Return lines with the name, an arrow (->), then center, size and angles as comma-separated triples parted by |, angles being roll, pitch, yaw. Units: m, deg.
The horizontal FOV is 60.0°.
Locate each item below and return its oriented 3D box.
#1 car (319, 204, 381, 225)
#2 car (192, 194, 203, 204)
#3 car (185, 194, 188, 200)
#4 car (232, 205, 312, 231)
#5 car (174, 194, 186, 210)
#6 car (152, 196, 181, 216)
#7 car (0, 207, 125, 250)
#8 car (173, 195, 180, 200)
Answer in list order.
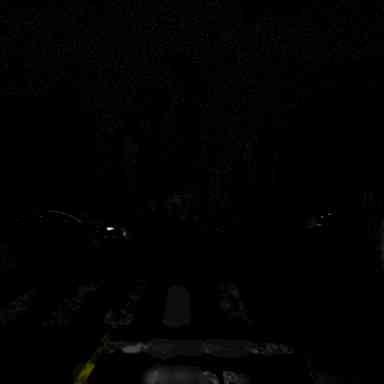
car -> 11.072, 1.523, 23.141 | 4.181, 1.385, 1.994 | -1, -1, 1
car -> 1.030, 1.315, 63.067 | 2.097, 1.767, 4.553 | 0, 0, 0
car -> -1.914, 1.513, 57.579 | 2.033, 1.411, 5.357 | 0, 0, 1
car -> 4.711, 1.490, 19.866 | 4.674, 1.442, 1.812 | -1, -1, 0
car -> -2.094, 1.454, 43.623 | 1.882, 1.535, 5.008 | 0, 0, 1
car -> -2.544, 1.463, 32.032 | 1.882, 1.535, 5.008 | 0, 0, 5
car -> -5.143, 1.405, 13.180 | 4.902, 1.511, 2.128 | 0, -1, 0
car -> -4.324, 1.486, 94.830 | 1.752, 1.417, 4.829 | 1, 0, 0
